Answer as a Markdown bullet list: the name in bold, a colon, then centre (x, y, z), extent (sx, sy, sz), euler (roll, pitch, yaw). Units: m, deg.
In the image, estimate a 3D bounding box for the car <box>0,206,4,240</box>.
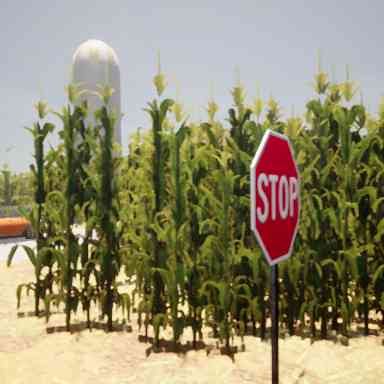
- **car**: centre (-9.413, 1.455, 15.351), extent (2.097, 1.767, 4.553), euler (-1, -1, 38)
